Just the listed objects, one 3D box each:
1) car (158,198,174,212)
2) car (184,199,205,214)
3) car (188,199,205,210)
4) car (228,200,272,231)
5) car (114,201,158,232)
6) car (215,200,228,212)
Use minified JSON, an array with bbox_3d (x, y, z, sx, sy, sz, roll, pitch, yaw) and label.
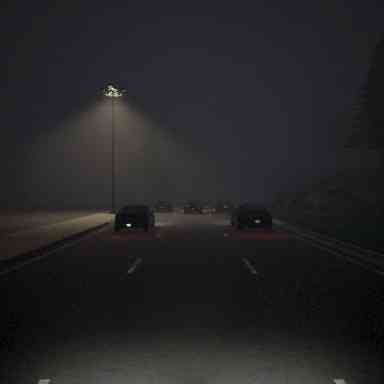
[{"bbox_3d":[-3.227,1.491,39.470,2.128,1.511,4.902,0,0,2],"label":"car"},{"bbox_3d":[0.139,1.526,35.366,1.812,1.442,4.674,0,0,1],"label":"car"},{"bbox_3d":[0.634,1.601,44.519,1.895,1.301,4.718,0,0,6],"label":"car"},{"bbox_3d":[3.600,1.477,20.730,1.882,1.535,5.008,0,0,0],"label":"car"},{"bbox_3d":[-3.400,1.505,20.250,1.837,1.490,4.892,0,0,0],"label":"car"},{"bbox_3d":[3.723,1.564,38.370,1.994,1.385,4.181,0,0,2],"label":"car"}]
